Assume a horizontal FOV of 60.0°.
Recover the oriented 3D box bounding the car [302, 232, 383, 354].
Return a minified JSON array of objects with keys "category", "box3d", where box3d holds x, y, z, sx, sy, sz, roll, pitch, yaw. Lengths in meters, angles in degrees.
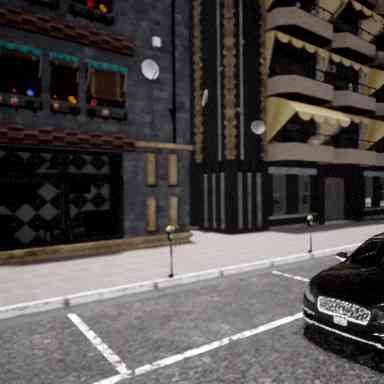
[{"category":"car","box3d":[3.980,1.490,5.910,4.892,1.490,1.837,0,0,-35]}]
